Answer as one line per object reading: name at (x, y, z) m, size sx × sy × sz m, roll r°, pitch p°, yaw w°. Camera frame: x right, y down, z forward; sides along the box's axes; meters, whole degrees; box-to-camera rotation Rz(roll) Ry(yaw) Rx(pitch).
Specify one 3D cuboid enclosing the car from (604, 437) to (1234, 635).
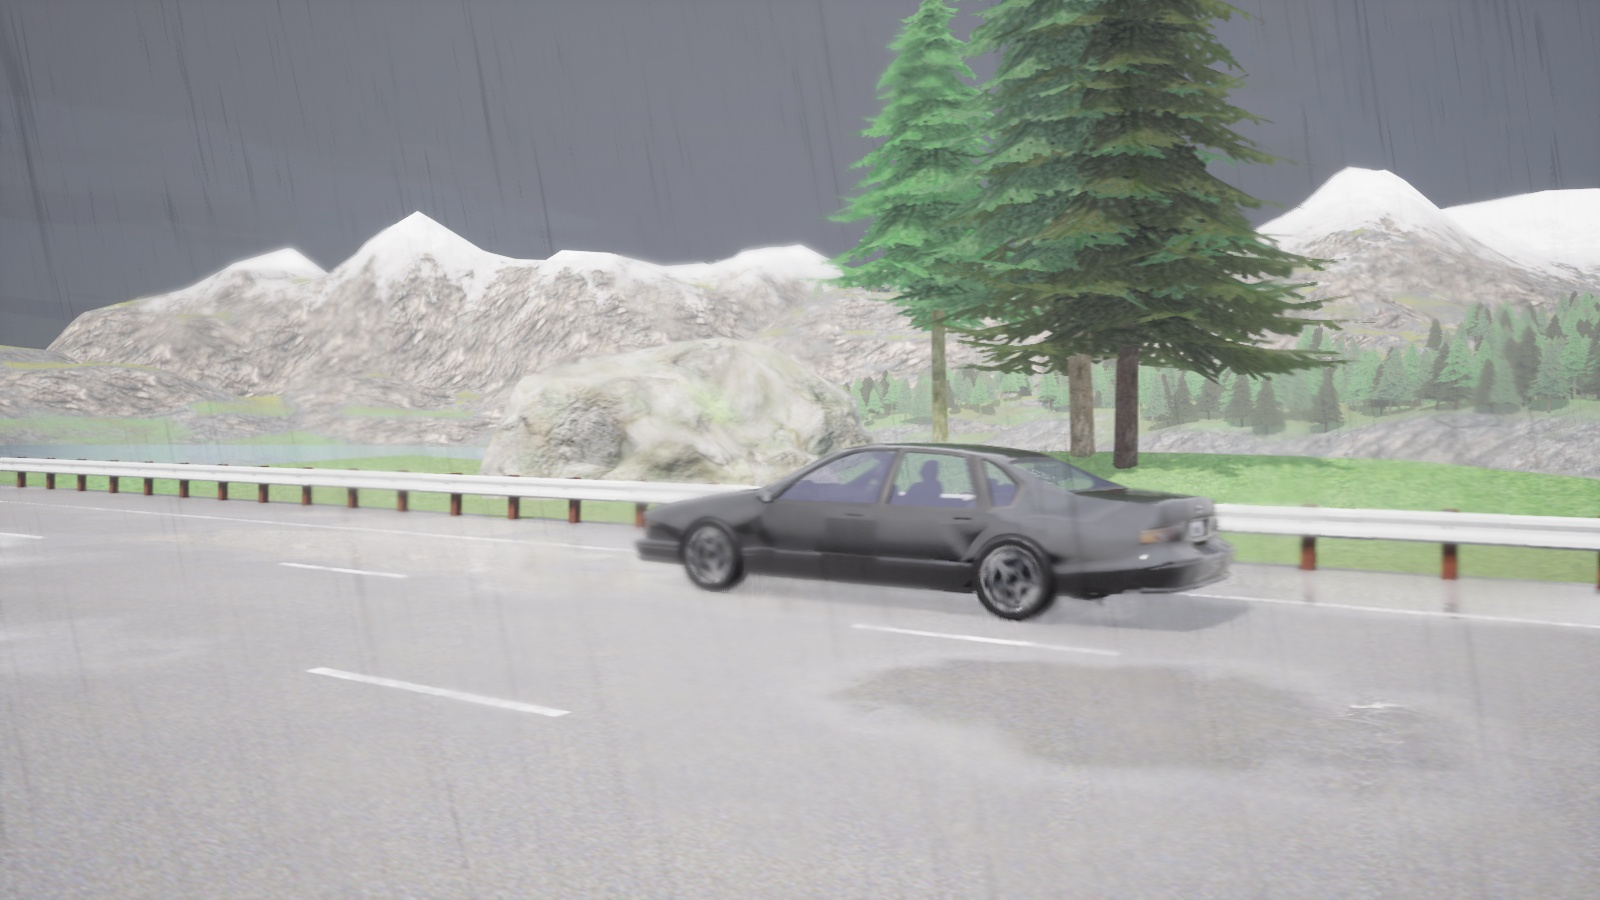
car at (0.924, 0.615, 11.413) m, size 5.357 × 1.411 × 2.033 m, roll 0°, pitch 1°, yaw 34°
